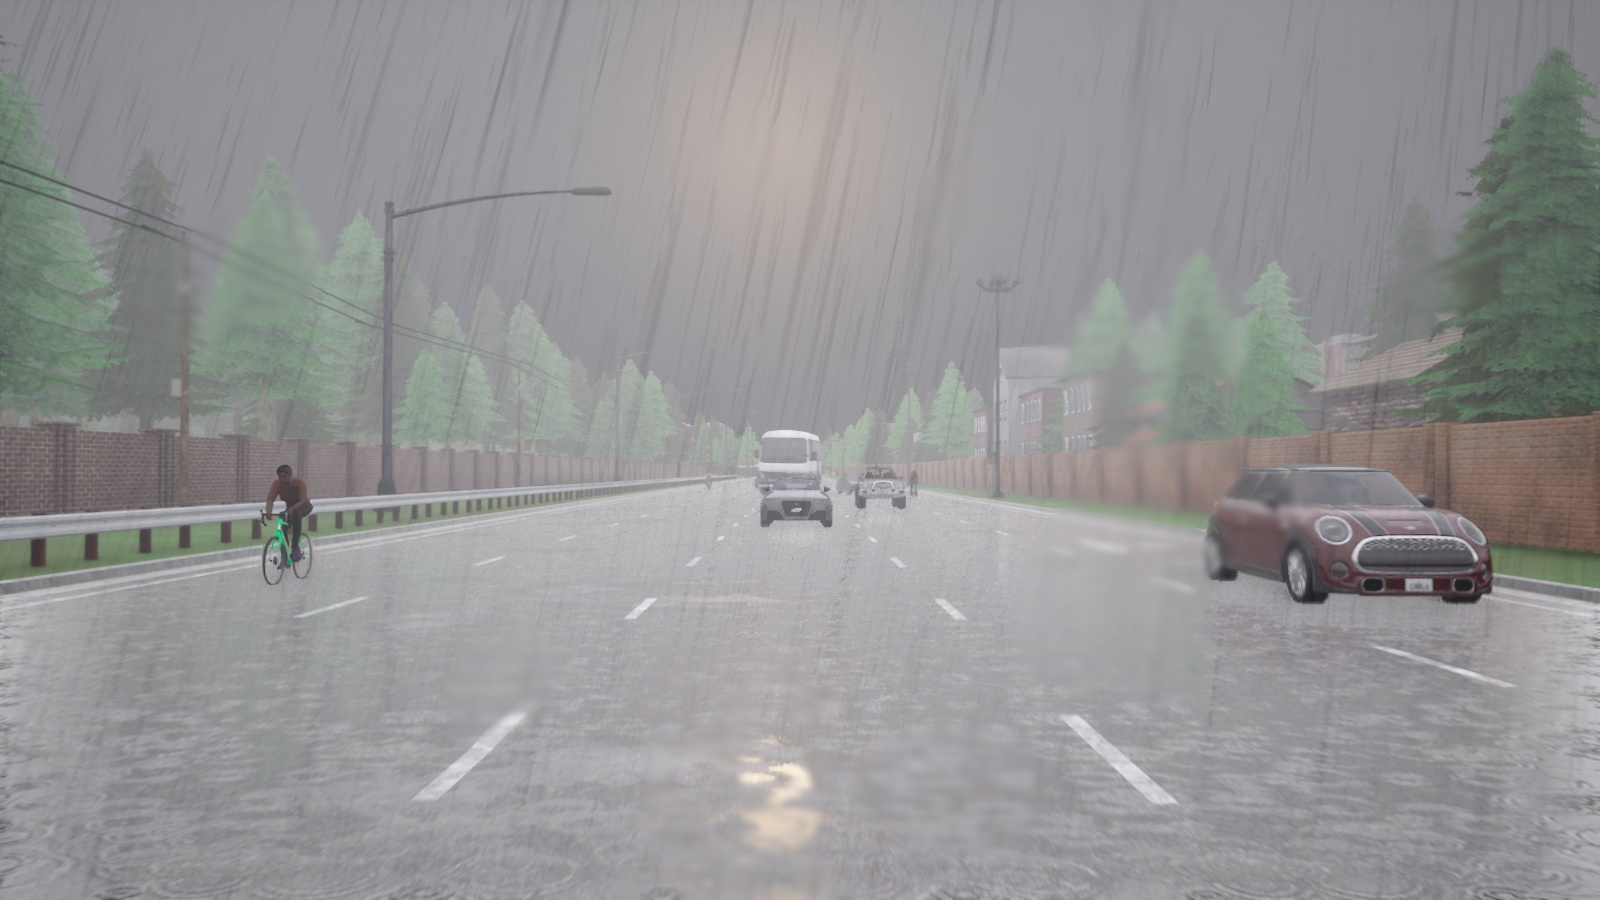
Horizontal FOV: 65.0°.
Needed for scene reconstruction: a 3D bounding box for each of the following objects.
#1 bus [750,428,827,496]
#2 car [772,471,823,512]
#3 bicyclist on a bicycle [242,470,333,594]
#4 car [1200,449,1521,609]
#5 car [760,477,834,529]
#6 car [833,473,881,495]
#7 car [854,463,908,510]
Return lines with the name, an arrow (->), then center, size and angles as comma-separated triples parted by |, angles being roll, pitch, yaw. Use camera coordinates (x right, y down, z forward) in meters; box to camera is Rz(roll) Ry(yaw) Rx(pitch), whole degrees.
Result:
bus -> -0.640, 0.855, 84.487 | 3.944, 4.253, 10.273 | 0, -1, 6
car -> -0.056, 1.624, 49.611 | 1.789, 1.549, 3.705 | 0, -1, 3
bicyclist on a bicycle -> -7.043, 1.086, 17.321 | 0.582, 1.620, 1.656 | 0, -1, 0
car -> 6.959, 0.917, 16.247 | 2.097, 1.767, 4.553 | 0, -1, 0
car -> -0.089, 1.483, 36.090 | 1.994, 1.385, 4.181 | 0, -1, 0
car -> 3.753, 2.258, 84.292 | 2.033, 1.411, 5.357 | 0, -1, -11
car -> 3.369, 1.503, 52.877 | 1.932, 1.855, 4.605 | 0, -1, 0
